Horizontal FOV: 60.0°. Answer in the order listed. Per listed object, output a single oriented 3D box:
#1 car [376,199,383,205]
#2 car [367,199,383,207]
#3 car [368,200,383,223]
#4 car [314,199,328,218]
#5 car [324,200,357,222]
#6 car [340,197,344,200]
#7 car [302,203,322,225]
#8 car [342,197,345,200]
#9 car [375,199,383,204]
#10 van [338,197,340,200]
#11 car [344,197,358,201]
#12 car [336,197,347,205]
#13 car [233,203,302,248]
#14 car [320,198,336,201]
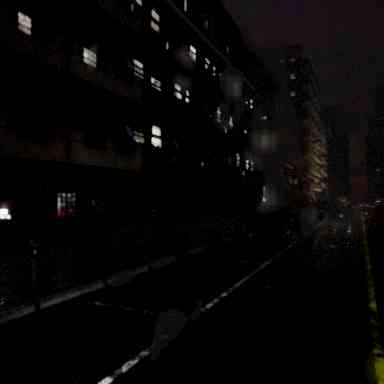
[{"bbox_3d":[44.346,2.280,78.312,1.802,1.307,4.206,-1,-1,27],"label":"car"},{"bbox_3d":[20.377,1.839,36.611,2.033,1.411,5.357,-1,-1,27],"label":"car"},{"bbox_3d":[15.509,1.681,26.823,1.882,1.535,5.008,-1,-1,27],"label":"car"},{"bbox_3d":[11.292,1.746,31.251,1.967,1.590,4.097,-1,-1,27],"label":"car"},{"bbox_3d":[13.425,1.755,29.738,2.128,1.511,4.902,-1,-1,27],"label":"car"},{"bbox_3d":[26.556,2.125,61.594,1.752,1.417,4.829,-1,-1,27],"label":"car"},{"bbox_3d":[8.735,1.812,26.166,2.008,1.369,4.403,-1,-1,27],"label":"car"},{"bbox_3d":[29.190,2.238,66.830,1.802,1.307,4.206,-1,-1,27],"label":"car"},{"bbox_3d":[46.903,2.338,83.395,1.802,1.307,4.206,-1,-1,27],"label":"car"},{"bbox_3d":[21.518,1.837,51.582,1.690,1.788,3.998,-1,-1,27],"label":"van"},{"bbox_3d":[31.794,2.049,66.035,1.882,1.535,5.008,-1,-1,27],"label":"car"},{"bbox_3d":[36.859,2.140,82.082,2.192,1.841,5.009,-1,-1,27],"label":"car"},{"bbox_3d":[3.620,1.489,16.002,2.192,1.841,5.009,-1,-1,27],"label":"car"},{"bbox_3d":[16.405,1.713,41.417,2.192,1.841,5.009,-1,-1,27],"label":"car"}]
